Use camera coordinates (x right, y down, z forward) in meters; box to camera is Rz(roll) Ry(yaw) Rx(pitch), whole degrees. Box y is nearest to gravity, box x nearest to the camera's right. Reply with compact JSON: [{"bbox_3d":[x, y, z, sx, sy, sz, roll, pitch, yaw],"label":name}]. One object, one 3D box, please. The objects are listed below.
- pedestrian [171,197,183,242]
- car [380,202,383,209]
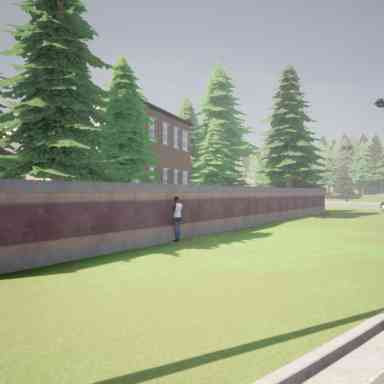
[{"bbox_3d":[-0.602,1.076,13.593,0.375,1.860,0.375,0,0,-42],"label":"pedestrian"},{"bbox_3d":[25.211,1.505,40.670,1.837,1.490,4.892,0,0,-6],"label":"car"}]
